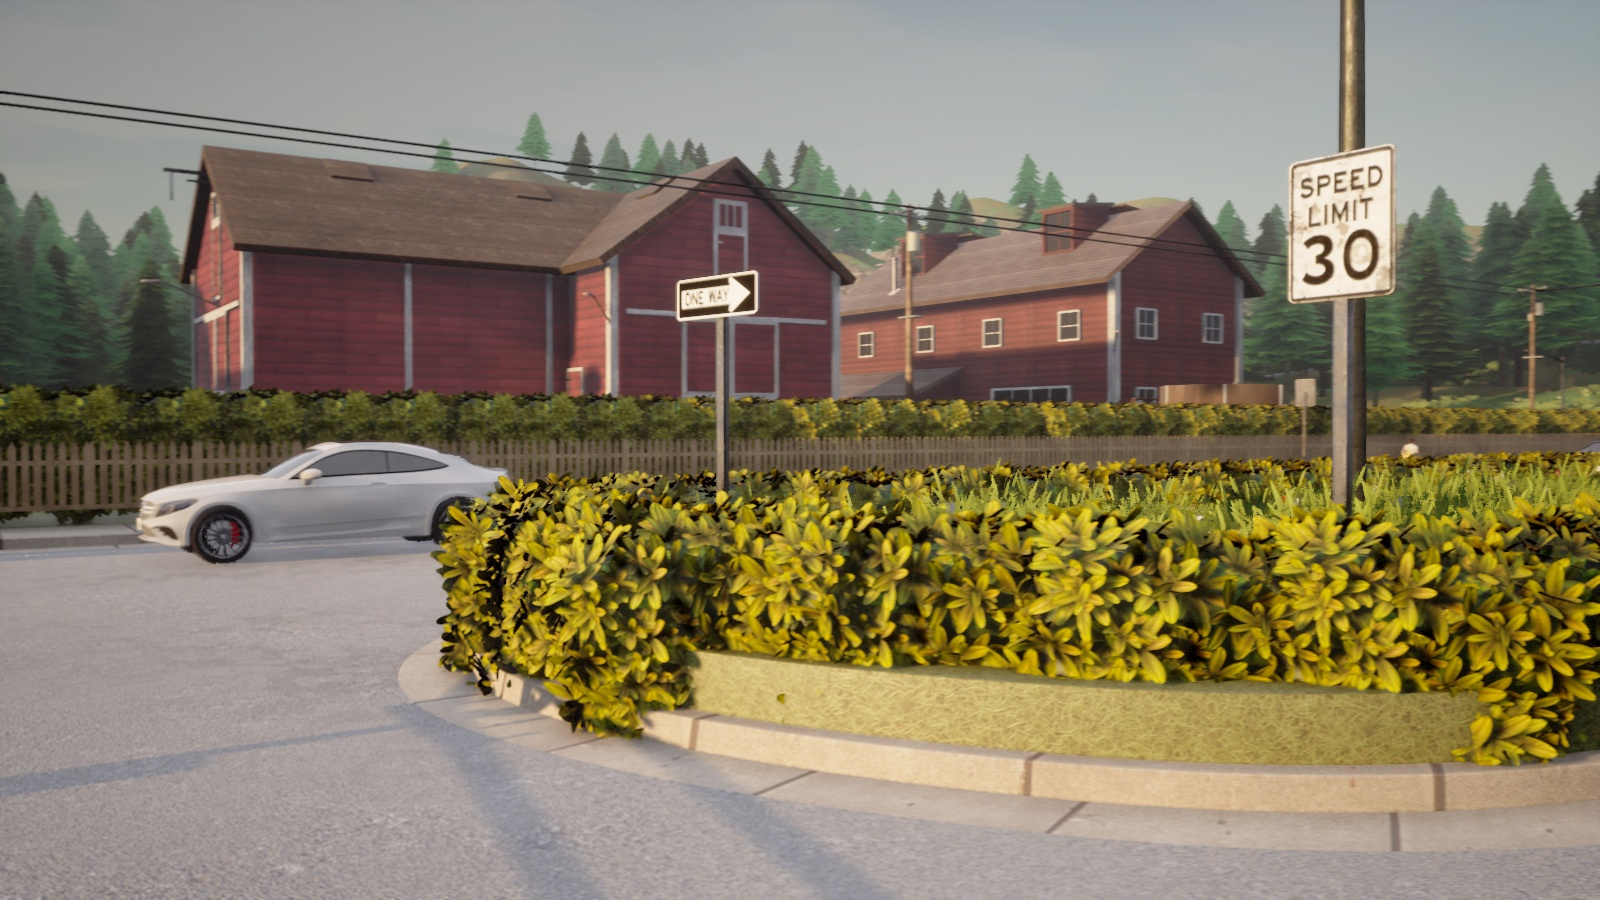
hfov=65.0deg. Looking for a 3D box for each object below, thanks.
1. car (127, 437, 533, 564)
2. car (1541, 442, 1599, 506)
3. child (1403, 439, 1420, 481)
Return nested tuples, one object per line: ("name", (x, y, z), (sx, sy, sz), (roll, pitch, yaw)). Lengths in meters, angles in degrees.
("car", (-6.068, 0.567, 16.448), (4.674, 1.442, 1.812), (0, 1, -34))
("car", (20.075, 0.531, 29.871), (5.357, 1.411, 2.033), (0, 1, -33))
("child", (18.410, 0.289, 37.795), (0.437, 1.263, 0.270), (0, 1, -34))
